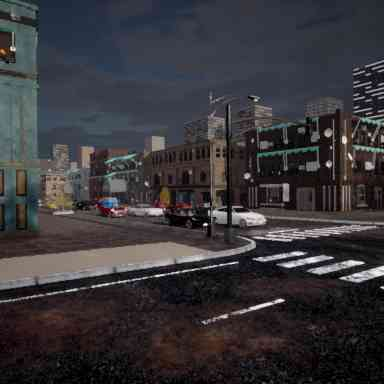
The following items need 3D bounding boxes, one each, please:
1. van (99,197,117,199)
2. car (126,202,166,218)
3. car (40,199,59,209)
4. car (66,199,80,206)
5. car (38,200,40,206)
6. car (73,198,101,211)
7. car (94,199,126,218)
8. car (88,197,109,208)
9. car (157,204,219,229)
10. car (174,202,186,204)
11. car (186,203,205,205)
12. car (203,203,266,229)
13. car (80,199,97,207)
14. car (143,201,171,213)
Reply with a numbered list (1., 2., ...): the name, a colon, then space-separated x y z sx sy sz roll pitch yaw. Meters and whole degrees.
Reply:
1. van: -14.429 1.906 58.091 1.690 1.788 3.998 -1 0 -36
2. car: -4.665 1.949 34.513 1.895 1.301 4.718 -1 0 -36
3. car: -24.361 2.232 57.578 1.752 1.417 4.829 -1 0 -36
4. car: -27.305 2.363 76.100 1.947 1.339 4.313 -1 0 -36
5. car: -30.900 2.375 66.721 2.008 1.369 4.403 -1 0 -36
6. car: -15.957 2.042 50.418 1.882 1.535 5.008 -1 0 -35
7. car: -8.361 1.846 35.206 1.967 1.590 4.097 -1 0 -36
8. car: -17.650 1.939 62.593 2.192 1.841 5.009 -1 0 -36
9. car: -0.384 1.814 23.849 1.947 1.339 4.313 -2 0 -36
10. car: -1.543 1.903 40.084 1.802 1.307 4.206 -2 0 -36
11. car: 1.677 1.809 35.581 2.008 1.369 4.403 -2 0 -36
12. car: 3.107 1.722 23.695 1.812 1.442 4.674 -1 0 -37
13. car: -20.864 2.227 67.095 1.887 1.381 4.507 -1 0 -36
14. car: -4.762 1.966 44.585 1.802 1.307 4.206 -2 0 -36
